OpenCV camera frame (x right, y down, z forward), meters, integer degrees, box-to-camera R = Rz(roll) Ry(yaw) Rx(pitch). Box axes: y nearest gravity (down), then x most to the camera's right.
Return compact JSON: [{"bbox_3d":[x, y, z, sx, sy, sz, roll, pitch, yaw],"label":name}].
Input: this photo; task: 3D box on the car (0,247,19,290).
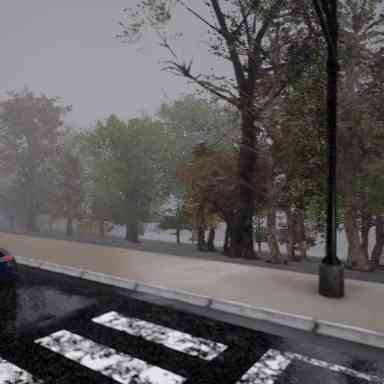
[{"bbox_3d":[-6.022,1.606,7.995,4.181,1.385,1.994,0,0,36],"label":"car"}]
